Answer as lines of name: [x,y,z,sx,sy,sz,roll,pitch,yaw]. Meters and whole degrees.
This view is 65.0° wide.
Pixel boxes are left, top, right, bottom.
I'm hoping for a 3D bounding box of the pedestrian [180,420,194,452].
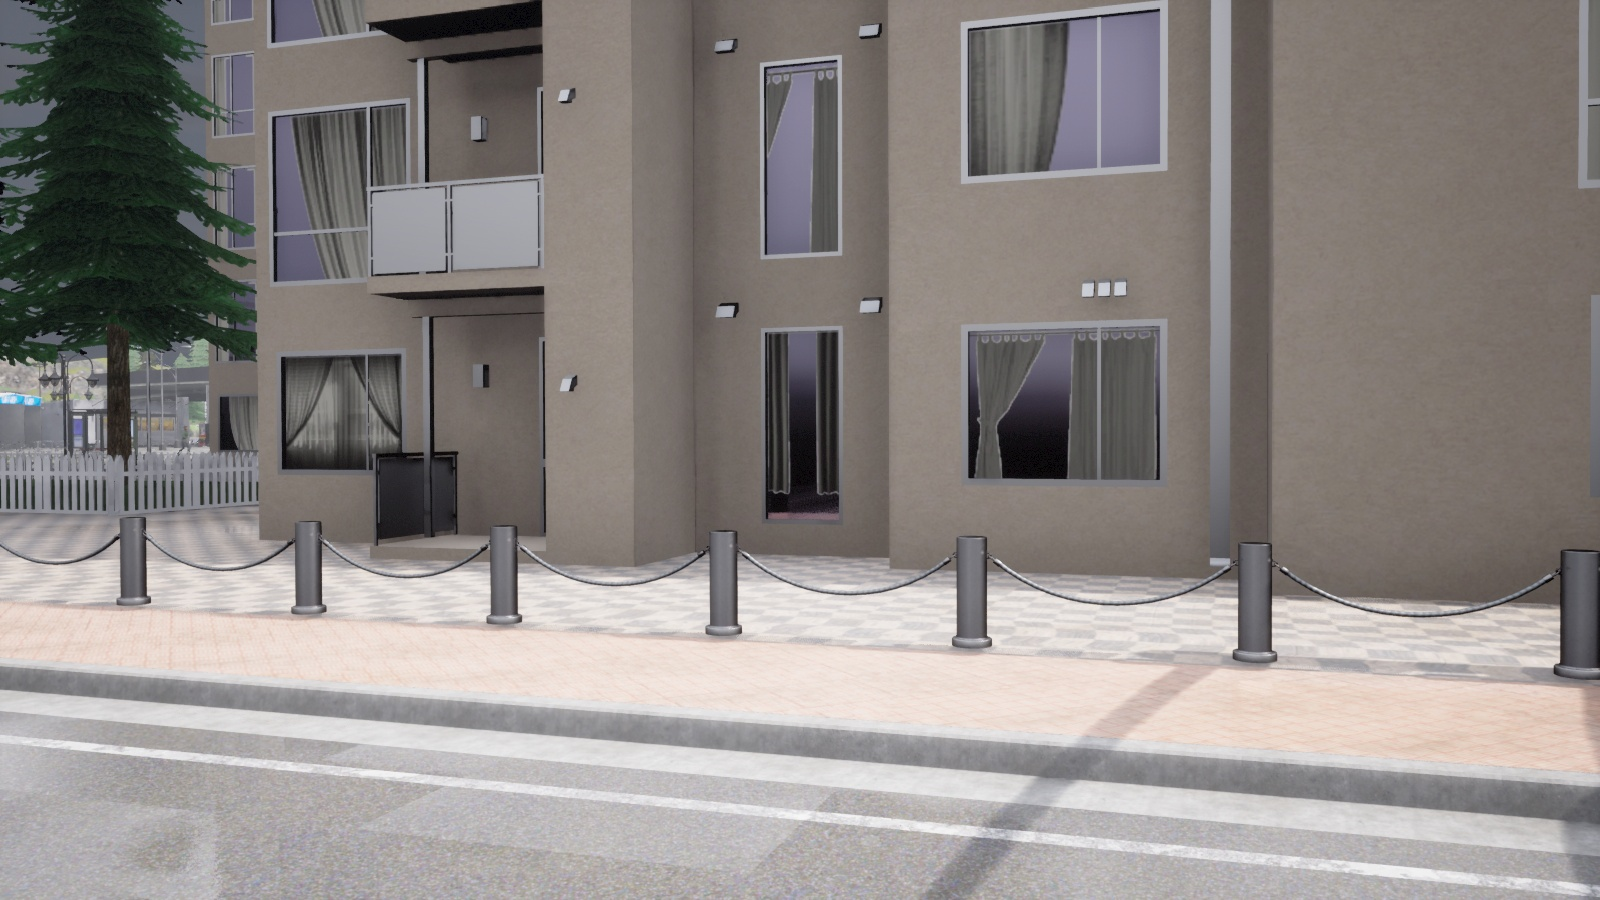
pedestrian: [-35.286,-0.807,72.260,0.614,1.847,0.353,0,1,15]
